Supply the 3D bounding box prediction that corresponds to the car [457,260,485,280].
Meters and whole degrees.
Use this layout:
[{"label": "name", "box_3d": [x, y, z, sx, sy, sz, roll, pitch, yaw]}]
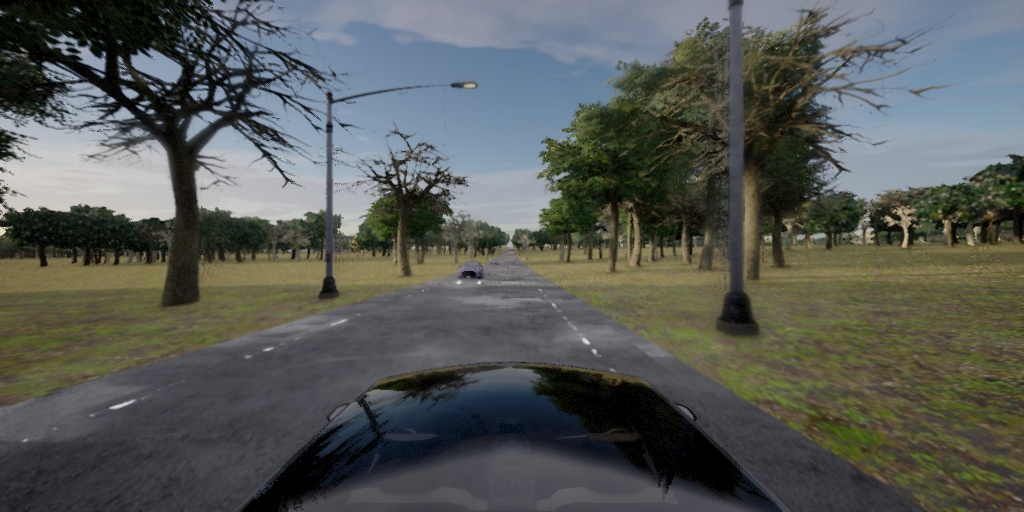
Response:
[{"label": "car", "box_3d": [-3.638, 1.205, 32.210, 2.097, 1.767, 4.553, 0, 0, 0]}]
